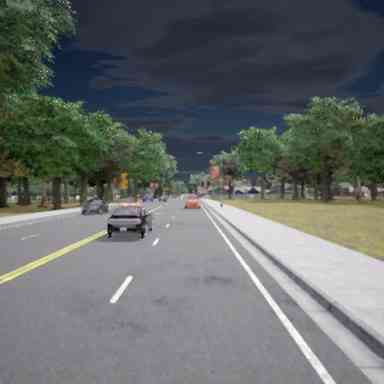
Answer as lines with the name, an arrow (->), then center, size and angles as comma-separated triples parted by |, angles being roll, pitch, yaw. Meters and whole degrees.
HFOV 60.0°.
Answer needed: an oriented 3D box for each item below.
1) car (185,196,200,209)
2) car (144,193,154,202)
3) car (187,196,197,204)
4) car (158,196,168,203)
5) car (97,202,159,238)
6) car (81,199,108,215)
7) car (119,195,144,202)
car -> 0.099, 1.391, 47.212 | 2.097, 1.767, 4.553 | 0, 0, 0
car -> -9.751, 1.307, 74.586 | 2.150, 2.045, 5.566 | 0, 0, 0
car -> -0.001, 1.604, 65.170 | 1.837, 1.490, 4.892 | 0, 0, 0
car -> -6.501, 1.560, 74.615 | 1.882, 1.535, 5.008 | 0, 0, 0
car -> -3.150, 1.494, 17.673 | 2.128, 1.511, 4.902 | 0, 0, 0
car -> -9.844, 1.518, 34.104 | 1.837, 1.490, 4.892 | 0, 0, 0
car -> -6.594, 1.365, 34.076 | 2.097, 1.767, 4.553 | 0, 0, 0
